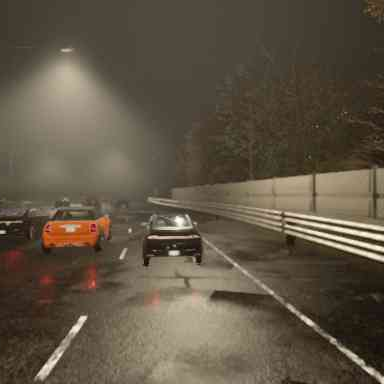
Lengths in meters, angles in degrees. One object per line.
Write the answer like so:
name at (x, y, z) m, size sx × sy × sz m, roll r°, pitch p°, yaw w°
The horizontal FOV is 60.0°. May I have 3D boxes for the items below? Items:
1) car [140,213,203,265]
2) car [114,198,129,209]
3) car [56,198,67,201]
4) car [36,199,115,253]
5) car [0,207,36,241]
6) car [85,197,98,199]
car at (-0.773, 1.493, 11.701) m, size 2.128 × 1.511 × 4.902 m, roll 0°, pitch 0°, yaw -7°
car at (-9.800, 1.537, 45.070) m, size 1.837 × 1.490 × 4.892 m, roll 0°, pitch 0°, yaw -23°
car at (-18.191, 1.555, 46.517) m, size 2.128 × 1.511 × 4.902 m, roll 0°, pitch 0°, yaw -26°
car at (-4.646, 1.368, 14.023) m, size 2.097 × 1.767 × 4.553 m, roll 0°, pitch 0°, yaw -8°
car at (-8.558, 1.522, 16.803) m, size 2.128 × 1.511 × 4.902 m, roll 0°, pitch 0°, yaw -9°
car at (-13.774, 1.399, 45.308) m, size 2.097 × 1.767 × 4.553 m, roll 0°, pitch 0°, yaw -25°
